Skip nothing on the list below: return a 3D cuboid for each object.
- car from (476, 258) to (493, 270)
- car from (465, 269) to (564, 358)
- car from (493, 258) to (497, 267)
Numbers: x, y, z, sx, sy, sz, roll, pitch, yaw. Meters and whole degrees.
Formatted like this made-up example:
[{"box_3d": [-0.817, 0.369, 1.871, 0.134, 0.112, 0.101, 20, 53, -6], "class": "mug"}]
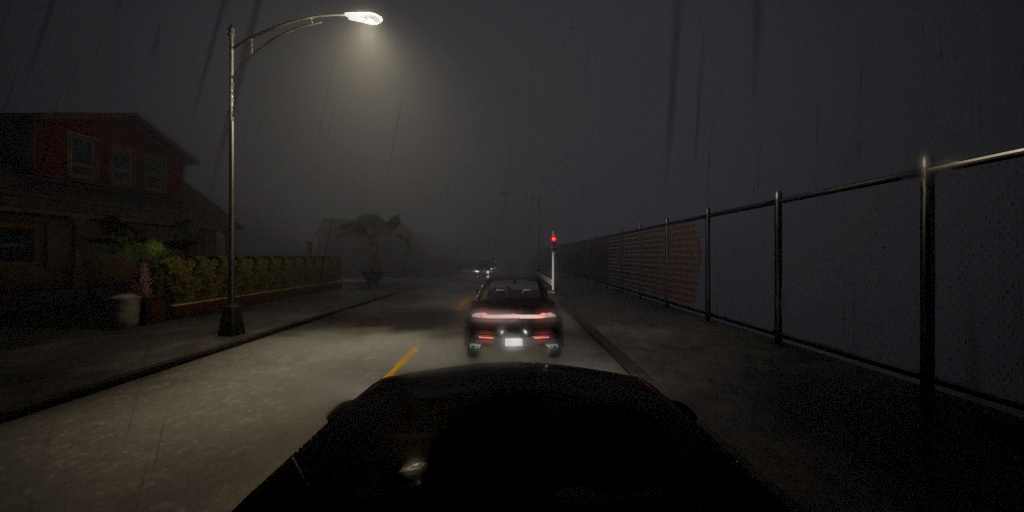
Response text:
[{"box_3d": [-4.111, 1.255, 51.850, 1.837, 1.490, 4.892, 0, 0, 0], "class": "car"}, {"box_3d": [0.052, 1.242, 8.465, 2.128, 1.511, 4.902, 0, 0, 0], "class": "car"}, {"box_3d": [-4.095, 1.297, 61.715, 2.033, 1.411, 5.357, 0, 0, 0], "class": "car"}]
